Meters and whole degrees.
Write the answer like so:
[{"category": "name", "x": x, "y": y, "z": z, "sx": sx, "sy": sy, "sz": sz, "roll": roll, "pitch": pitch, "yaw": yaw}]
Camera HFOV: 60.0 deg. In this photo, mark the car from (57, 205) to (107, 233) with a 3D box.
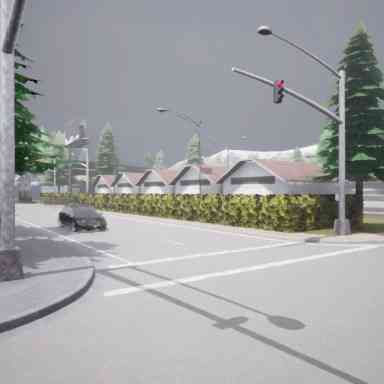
[{"category": "car", "x": -6.715, "y": 1.586, "z": 20.098, "sx": 1.837, "sy": 1.490, "sz": 4.892, "roll": 0, "pitch": 2, "yaw": -36}]
